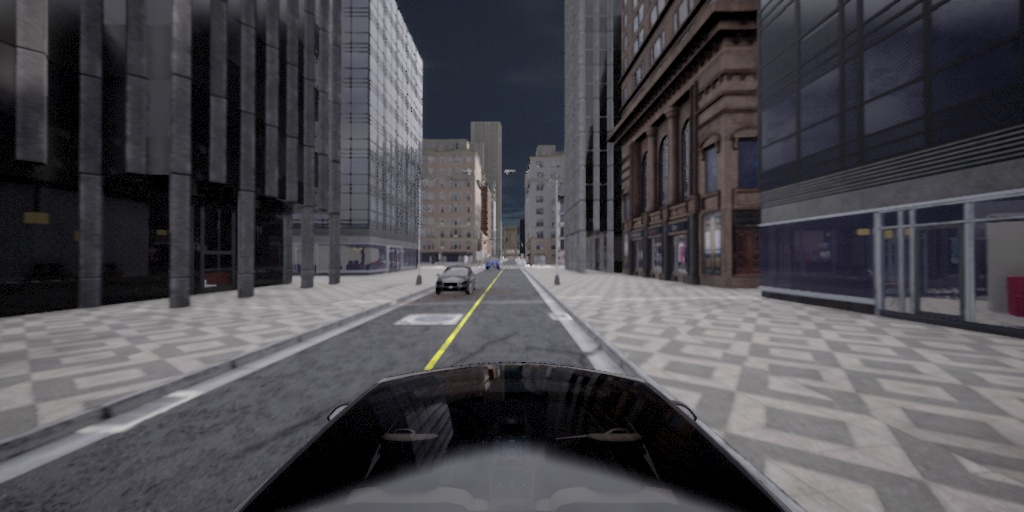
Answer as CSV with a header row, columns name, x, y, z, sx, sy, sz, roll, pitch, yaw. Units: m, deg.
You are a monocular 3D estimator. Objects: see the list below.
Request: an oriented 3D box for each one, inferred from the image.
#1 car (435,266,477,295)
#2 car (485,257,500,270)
name,x,y,z,sx,sy,sz,roll,pitch,yaw
car,-3.104,1.325,20.528,1.837,1.490,4.892,0,0,0
car,-3.068,1.229,57.724,2.150,2.045,5.566,0,0,1
